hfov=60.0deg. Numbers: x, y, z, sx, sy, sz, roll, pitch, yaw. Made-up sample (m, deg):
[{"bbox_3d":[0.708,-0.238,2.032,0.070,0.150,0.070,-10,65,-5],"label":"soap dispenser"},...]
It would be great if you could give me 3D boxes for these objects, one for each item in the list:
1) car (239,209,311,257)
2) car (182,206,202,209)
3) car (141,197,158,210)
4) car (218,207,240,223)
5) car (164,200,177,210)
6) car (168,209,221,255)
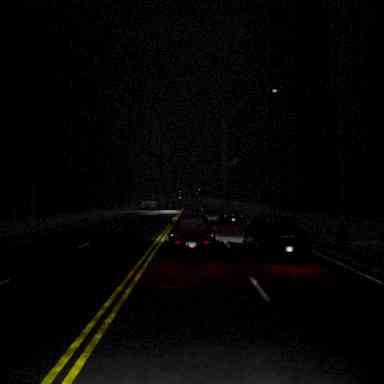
[{"bbox_3d":[3.265,1.653,13.500,1.837,1.490,4.892,0,0,0],"label":"car"},{"bbox_3d":[0.016,1.877,28.596,1.994,1.385,4.181,0,-1,0],"label":"car"},{"bbox_3d":[-6.603,1.800,52.179,2.150,2.045,5.566,0,-1,0],"label":"car"},{"bbox_3d":[3.261,1.909,28.255,1.895,1.301,4.718,0,-1,0],"label":"car"},{"bbox_3d":[-3.347,2.076,52.584,2.128,1.511,4.902,0,-1,0],"label":"car"},{"bbox_3d":[0.018,1.676,13.896,1.812,1.442,4.674,0,0,0],"label":"car"}]
